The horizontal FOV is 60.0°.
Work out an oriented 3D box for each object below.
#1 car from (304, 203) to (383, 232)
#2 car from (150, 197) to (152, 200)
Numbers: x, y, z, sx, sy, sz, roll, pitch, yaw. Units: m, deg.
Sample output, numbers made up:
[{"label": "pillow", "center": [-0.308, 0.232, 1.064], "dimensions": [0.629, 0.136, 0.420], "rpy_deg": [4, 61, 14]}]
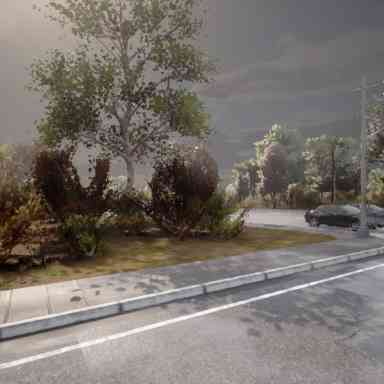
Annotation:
[{"label": "car", "center": [9.304, 1.545, 20.586], "dimensions": [1.837, 1.490, 4.892], "rpy_deg": [0, 0, -33]}, {"label": "car", "center": [-6.108, 1.847, 52.976], "dimensions": [5.566, 2.045, 2.150], "rpy_deg": [-2, -1, 40]}]
